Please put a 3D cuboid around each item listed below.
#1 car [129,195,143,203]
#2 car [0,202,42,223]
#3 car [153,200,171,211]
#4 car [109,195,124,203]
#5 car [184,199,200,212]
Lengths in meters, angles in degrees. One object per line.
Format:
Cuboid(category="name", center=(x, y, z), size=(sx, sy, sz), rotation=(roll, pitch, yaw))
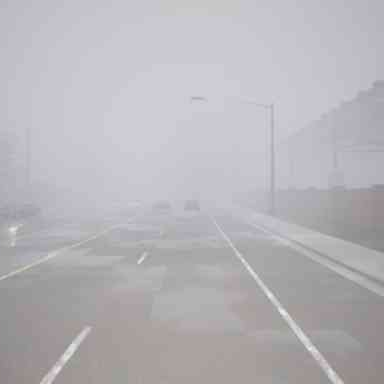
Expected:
Cuboid(category="car", center=(-10.518, 1.306, 62.513), size=(1.994, 1.385, 4.181), rotation=(0, 1, 1))
Cuboid(category="car", center=(-14.055, 1.574, 26.988), size=(1.882, 1.535, 5.008), rotation=(0, 0, 0))
Cuboid(category="car", center=(-3.484, 1.581, 39.595), size=(1.895, 1.301, 4.718), rotation=(0, 1, 0))
Cuboid(category="car", center=(-14.008, 1.296, 62.148), size=(2.033, 1.411, 5.357), rotation=(0, 1, 0))
Cuboid(category="car", center=(0.010, 1.535, 38.833), size=(2.033, 1.411, 5.357), rotation=(0, 1, 0))
